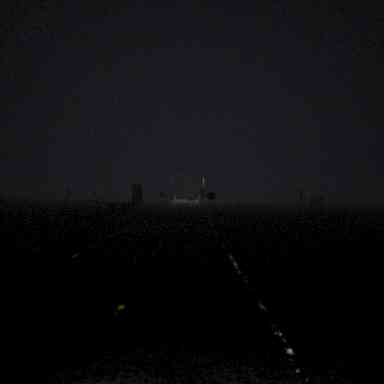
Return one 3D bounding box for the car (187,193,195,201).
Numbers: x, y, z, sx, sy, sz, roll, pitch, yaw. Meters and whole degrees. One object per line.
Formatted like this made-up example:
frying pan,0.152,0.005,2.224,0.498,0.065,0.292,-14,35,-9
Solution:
car,-0.176,1.513,89.094,2.097,1.767,4.553,0,0,0
